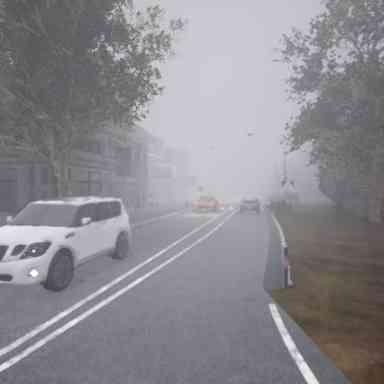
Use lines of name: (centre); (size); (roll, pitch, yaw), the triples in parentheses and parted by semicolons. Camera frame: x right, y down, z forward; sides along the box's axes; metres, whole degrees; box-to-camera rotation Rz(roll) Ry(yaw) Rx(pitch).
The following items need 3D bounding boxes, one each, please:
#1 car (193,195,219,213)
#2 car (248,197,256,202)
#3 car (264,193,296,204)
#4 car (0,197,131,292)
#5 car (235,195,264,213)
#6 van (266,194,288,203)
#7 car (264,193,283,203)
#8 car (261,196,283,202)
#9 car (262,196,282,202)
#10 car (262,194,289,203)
car: (1.521, 1.136, 34.004); (2.097, 1.767, 4.553); (0, 1, 12)
car: (16.245, 1.945, 90.273); (2.033, 1.411, 5.357); (0, -1, 10)
car: (17.401, 1.231, 65.585); (5.566, 2.045, 2.435); (1, -1, -10)
car: (-3.558, 1.184, 9.351); (2.150, 2.045, 5.566); (0, 0, 12)
car: (5.792, 1.269, 33.086); (2.128, 1.511, 4.902); (0, 0, 11)
van: (19.028, 1.426, 74.375); (4.442, 1.987, 1.878); (1, -1, -10)
car: (16.956, 1.175, 62.691); (5.566, 2.045, 2.435); (1, -1, -10)
car: (22.075, 1.946, 91.893); (5.366, 1.575, 1.946); (1, -1, -11)
car: (21.422, 1.931, 88.946); (4.792, 1.488, 2.163); (1, -1, -10)
car: (19.442, 1.452, 77.273); (5.566, 2.045, 2.435); (1, -1, -10)
